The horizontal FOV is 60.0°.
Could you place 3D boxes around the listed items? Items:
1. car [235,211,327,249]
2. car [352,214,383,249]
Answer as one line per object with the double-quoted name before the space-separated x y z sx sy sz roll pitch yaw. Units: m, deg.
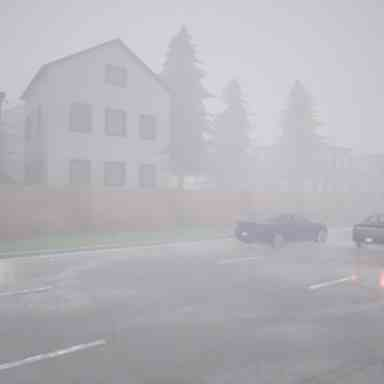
"car" 4.215 1.630 15.352 5.008 1.535 1.882 1 0 -35
"car" 8.866 1.684 14.361 4.902 1.511 2.128 1 -1 -35
